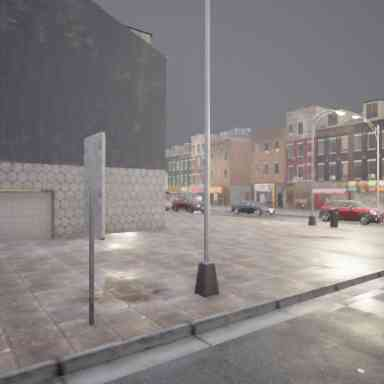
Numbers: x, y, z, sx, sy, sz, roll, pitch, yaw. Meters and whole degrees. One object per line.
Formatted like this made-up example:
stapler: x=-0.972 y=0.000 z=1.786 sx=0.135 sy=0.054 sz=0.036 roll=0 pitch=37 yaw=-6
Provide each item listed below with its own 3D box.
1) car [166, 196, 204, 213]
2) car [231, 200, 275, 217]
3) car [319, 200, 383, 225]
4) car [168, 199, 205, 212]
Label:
car: x=-0.363 y=1.411 z=37.244 sx=2.192 sy=1.841 sz=5.009 roll=0 pitch=0 yaw=-35
car: x=5.932 y=1.571 z=32.782 sx=2.128 sy=1.511 sz=4.902 roll=0 pitch=0 yaw=-35
car: x=11.833 y=1.397 z=24.552 sx=2.097 sy=1.767 sz=4.553 roll=0 pitch=0 yaw=-36
car: x=-0.804 y=1.669 z=42.259 sx=2.033 sy=1.411 sz=5.357 roll=0 pitch=0 yaw=-35
